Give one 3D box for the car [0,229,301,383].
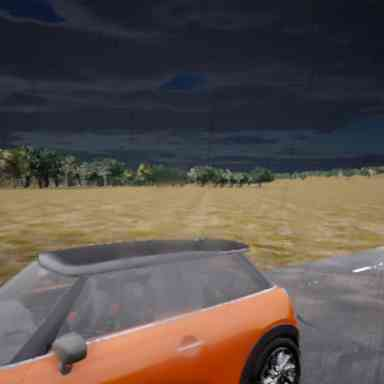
[{"bbox_3d":[-1.025,1.349,3.267,4.553,1.767,2.097,0,0,-36],"label":"car"}]
